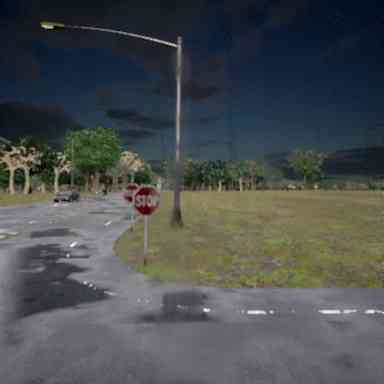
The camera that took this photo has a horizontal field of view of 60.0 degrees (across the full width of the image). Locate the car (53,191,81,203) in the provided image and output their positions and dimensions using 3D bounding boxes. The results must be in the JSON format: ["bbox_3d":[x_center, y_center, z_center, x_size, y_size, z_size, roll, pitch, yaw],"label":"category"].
[{"bbox_3d":[-14.734,0.559,39.521,2.033,1.411,5.357,1,1,-3],"label":"car"}]
